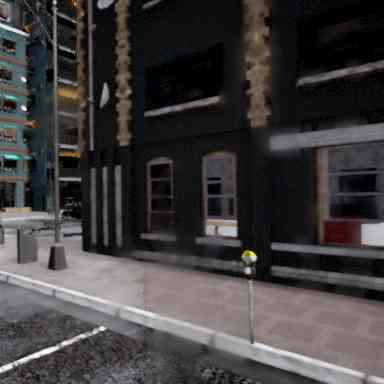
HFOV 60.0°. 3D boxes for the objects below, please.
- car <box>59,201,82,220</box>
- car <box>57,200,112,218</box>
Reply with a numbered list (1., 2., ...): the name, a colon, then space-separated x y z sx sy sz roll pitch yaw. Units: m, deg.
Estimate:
1. car: -8.579 1.384 27.369 2.128 1.511 4.902 -1 0 36
2. car: -9.686 1.475 30.392 1.887 1.381 4.507 -1 0 36
